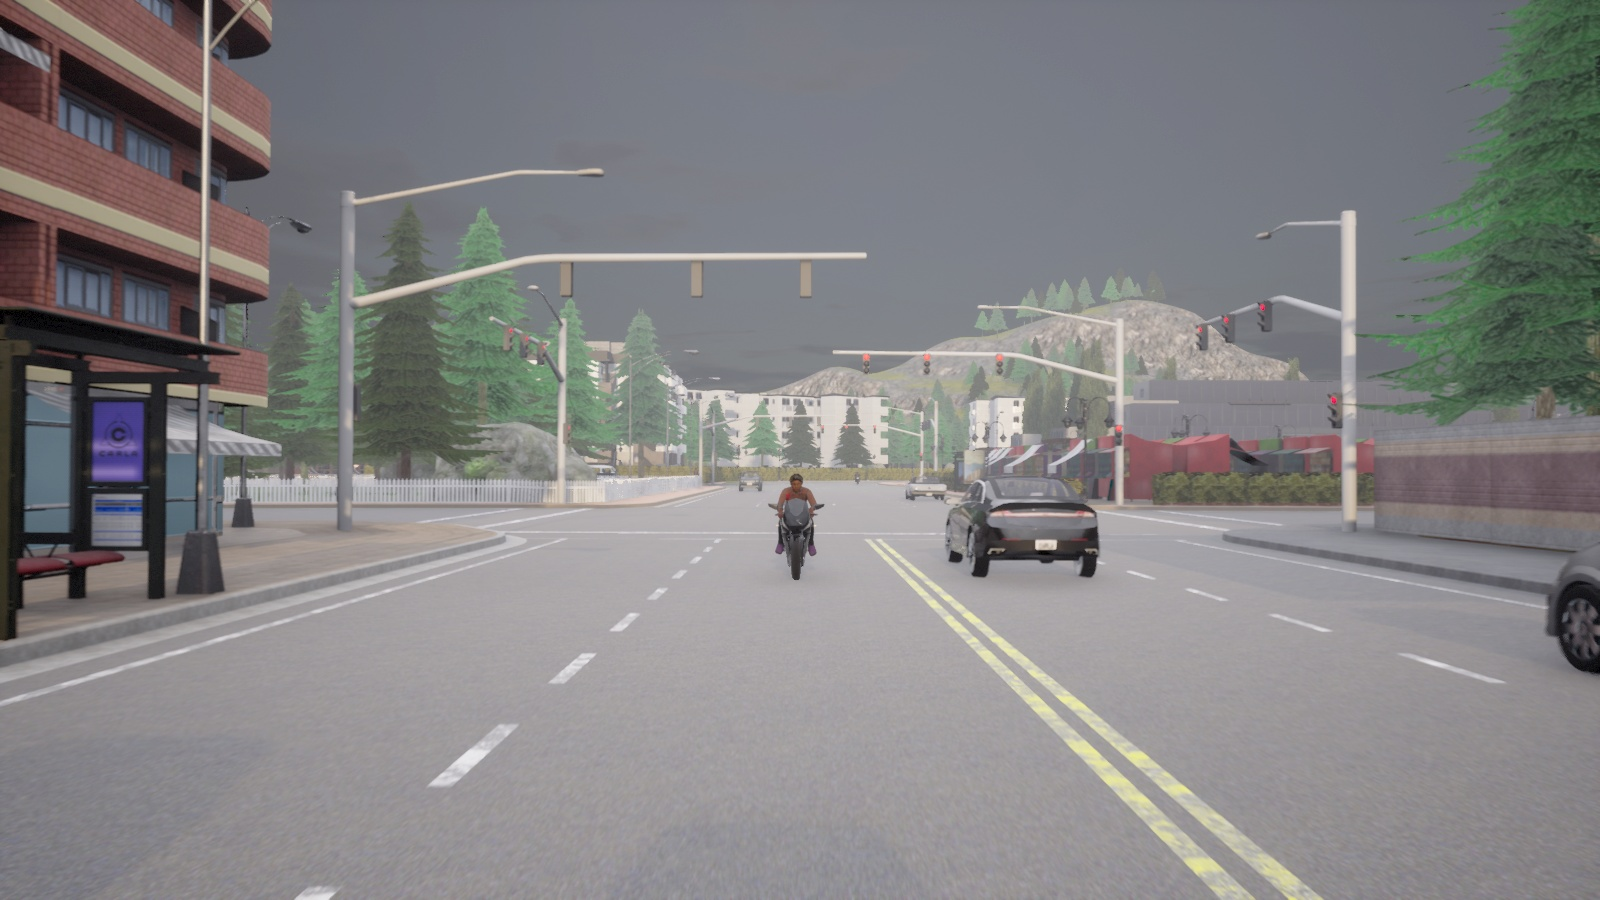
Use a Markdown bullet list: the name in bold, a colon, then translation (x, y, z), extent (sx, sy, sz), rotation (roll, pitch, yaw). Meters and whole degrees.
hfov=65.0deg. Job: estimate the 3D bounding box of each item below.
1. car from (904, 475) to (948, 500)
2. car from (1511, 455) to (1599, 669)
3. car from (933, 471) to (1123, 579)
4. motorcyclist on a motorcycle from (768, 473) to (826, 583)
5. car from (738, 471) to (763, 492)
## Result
- **car**: translation (6.831, 2.036, 68.616), extent (1.895, 1.301, 4.718), rotation (0, -1, 0)
- **car**: translation (6.978, 0.830, 8.664), extent (1.851, 1.617, 3.988), rotation (0, -1, 0)
- **car**: translation (3.450, 1.093, 20.061), extent (2.128, 1.511, 4.902), rotation (0, -1, 0)
- **motorcyclist on a motorcycle**: translation (-0.046, 1.107, 18.507), extent (0.797, 1.523, 2.044), rotation (0, -1, 0)
- **car**: translation (-3.735, 2.402, 95.293), extent (1.789, 1.549, 3.705), rotation (0, -1, 0)
